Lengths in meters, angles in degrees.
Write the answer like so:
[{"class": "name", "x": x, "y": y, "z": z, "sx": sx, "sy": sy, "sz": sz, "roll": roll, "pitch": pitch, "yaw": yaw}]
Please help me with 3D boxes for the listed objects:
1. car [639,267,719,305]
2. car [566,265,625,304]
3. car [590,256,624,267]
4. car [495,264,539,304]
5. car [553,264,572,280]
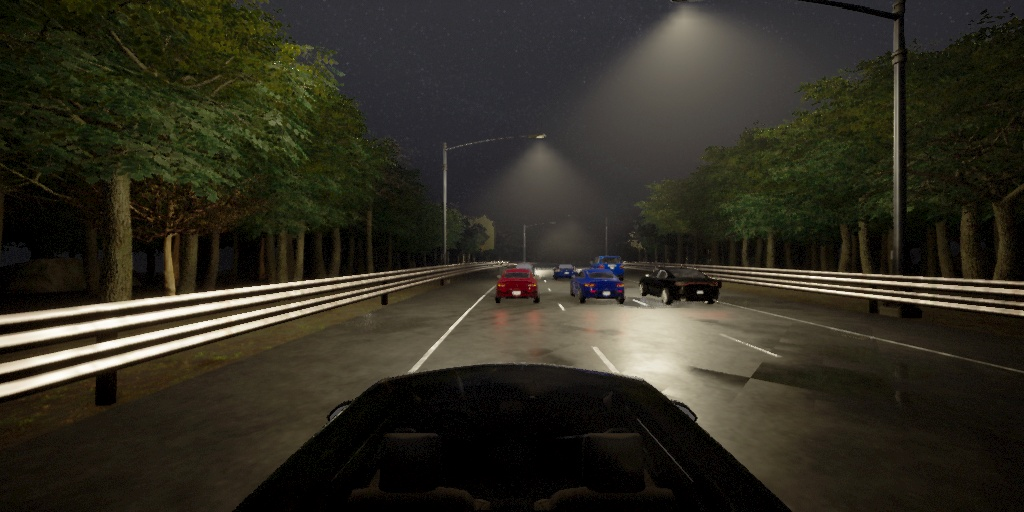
[{"class": "car", "x": 7.267, "y": 1.240, "z": 16.147, "sx": 1.882, "sy": 1.535, "sz": 5.008, "roll": 0, "pitch": 0, "yaw": 2}, {"class": "car", "x": 3.769, "y": 1.291, "z": 16.275, "sx": 1.812, "sy": 1.442, "sz": 4.674, "roll": 0, "pitch": 0, "yaw": 2}, {"class": "car", "x": 8.071, "y": 1.030, "z": 30.839, "sx": 2.150, "sy": 2.045, "sz": 5.566, "roll": 0, "pitch": 0, "yaw": 4}, {"class": "car", "x": 0.271, "y": 1.293, "z": 16.403, "sx": 1.812, "sy": 1.442, "sz": 4.674, "roll": 0, "pitch": 0, "yaw": 2}, {"class": "car", "x": 4.579, "y": 1.349, "z": 31.062, "sx": 1.994, "sy": 1.385, "sz": 4.181, "roll": 0, "pitch": 0, "yaw": 4}]
